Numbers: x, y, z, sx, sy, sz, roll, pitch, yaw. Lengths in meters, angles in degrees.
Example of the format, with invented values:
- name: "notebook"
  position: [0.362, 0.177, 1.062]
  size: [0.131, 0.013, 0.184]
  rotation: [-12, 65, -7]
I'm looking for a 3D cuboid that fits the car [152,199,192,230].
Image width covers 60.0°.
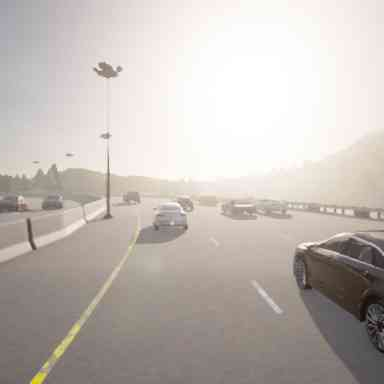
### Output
- name: "car"
  position: [-1.356, 1.387, 19.932]
  size: [1.812, 1.442, 4.674]
  rotation: [0, 1, -8]

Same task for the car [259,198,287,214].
- name: "car"
  position: [7.388, 1.284, 31.585]
  size: [1.812, 1.442, 4.674]
  rotation: [0, 0, -11]

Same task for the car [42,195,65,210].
- name: "car"
  position: [-15.920, 1.116, 38.379]
  size: [2.097, 1.767, 4.553]
  rotation: [0, 1, -15]

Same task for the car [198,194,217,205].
- name: "car"
  position: [2.336, 1.107, 51.517]
  size: [1.882, 1.535, 5.008]
  rotation: [0, 0, -18]

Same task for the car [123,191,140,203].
- name: "car"
  position: [-10.268, 0.844, 56.353]
  size: [2.150, 2.045, 5.566]
  rotation: [0, 0, -21]

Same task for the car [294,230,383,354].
- name: "car"
  position: [3.399, 1.441, 6.001]
  size: [2.128, 1.511, 4.902]
  rotation: [0, 0, -3]

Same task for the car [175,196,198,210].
- name: "car"
  position: [-1.132, 1.238, 38.158]
  size: [1.837, 1.490, 4.892]
  rotation: [0, 1, -13]

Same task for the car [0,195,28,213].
- name: "car"
  position: [-18.485, 1.152, 34.235]
  size: [2.097, 1.767, 4.553]
  rotation: [0, 0, -14]

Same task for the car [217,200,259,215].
- name: "car"
  position: [4.104, 1.375, 30.492]
  size: [1.895, 1.301, 4.718]
  rotation: [0, 0, -11]
